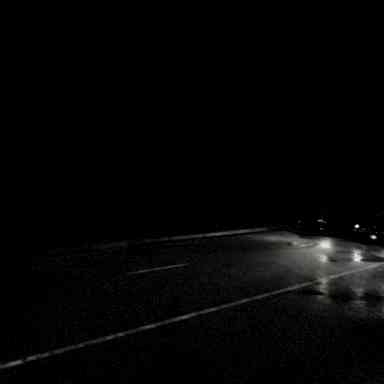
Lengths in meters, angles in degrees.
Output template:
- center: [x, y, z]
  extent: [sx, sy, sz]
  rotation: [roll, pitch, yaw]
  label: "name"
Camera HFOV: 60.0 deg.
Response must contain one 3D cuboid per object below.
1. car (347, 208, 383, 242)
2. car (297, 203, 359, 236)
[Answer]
- center: [9.206, 1.516, 14.864]
  extent: [4.718, 1.301, 1.895]
  rotation: [0, 0, -36]
  label: "car"
- center: [7.783, 1.389, 18.148]
  extent: [5.008, 1.535, 1.882]
  rotation: [0, 0, -36]
  label: "car"
